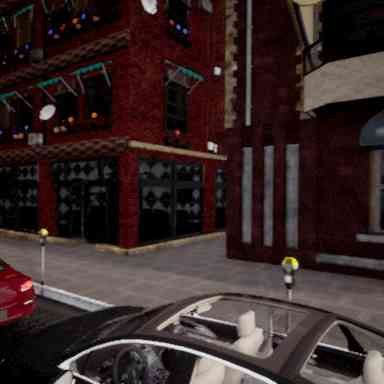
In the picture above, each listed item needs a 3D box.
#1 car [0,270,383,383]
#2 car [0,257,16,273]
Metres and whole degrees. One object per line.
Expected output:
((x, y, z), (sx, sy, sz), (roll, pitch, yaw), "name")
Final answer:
((0.120, 1.551, 2.624), (4.403, 1.369, 2.008), (0, 1, 36), "car")
((-4.396, 1.581, 5.848), (4.206, 1.307, 1.802), (0, 1, 36), "car")
